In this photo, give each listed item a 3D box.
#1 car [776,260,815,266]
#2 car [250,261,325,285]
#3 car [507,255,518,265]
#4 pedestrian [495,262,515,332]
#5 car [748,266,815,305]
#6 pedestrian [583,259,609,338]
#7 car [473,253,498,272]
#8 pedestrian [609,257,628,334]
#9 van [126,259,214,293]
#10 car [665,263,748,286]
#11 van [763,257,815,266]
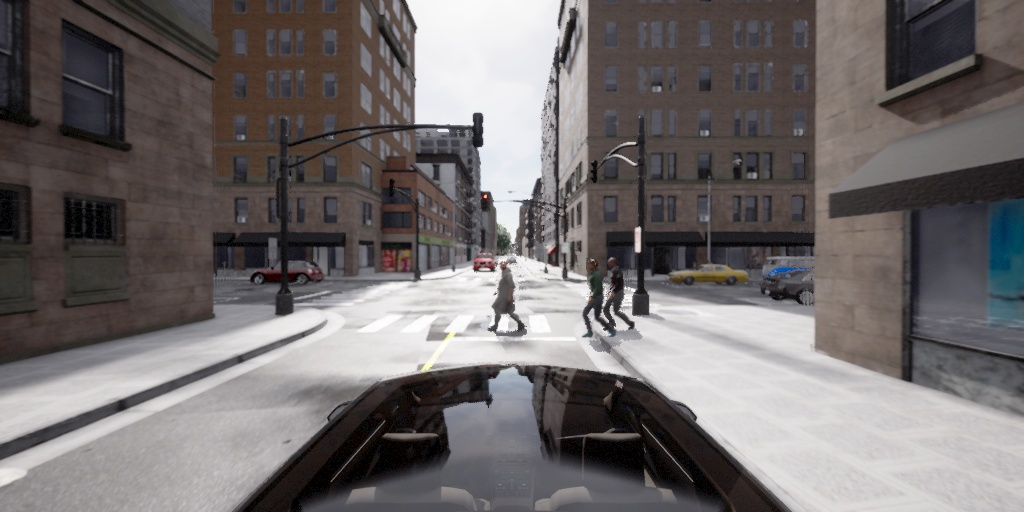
[{"bbox_3d":[18.276,1.124,20.385,4.892,1.490,1.837,0,0,1],"label":"car"},{"bbox_3d":[-14.600,1.029,23.306,4.097,1.591,1.967,0,0,1],"label":"car"},{"bbox_3d":[0.007,0.840,64.772,2.033,1.411,5.357,0,0,0],"label":"car"},{"bbox_3d":[-0.185,0.994,9.171,0.375,1.860,0.375,0,0,0],"label":"pedestrian"},{"bbox_3d":[12.523,1.220,14.495,4.403,1.370,2.007,0,0,1],"label":"car"},{"bbox_3d":[1.859,0.896,7.970,0.375,1.860,0.375,0,0,0],"label":"pedestrian"},{"bbox_3d":[-3.085,0.701,40.397,2.150,2.045,5.566,0,0,0],"label":"car"},{"bbox_3d":[2.475,0.846,8.569,0.375,1.860,0.375,0,0,0],"label":"pedestrian"},{"bbox_3d":[-14.672,1.003,14.781,3.998,1.789,1.690,0,0,1],"label":"van"},{"bbox_3d":[12.424,1.122,23.022,4.829,1.417,1.751,0,0,1],"label":"car"},{"bbox_3d":[18.263,0.939,22.961,3.998,1.789,1.690,0,0,1],"label":"van"}]
